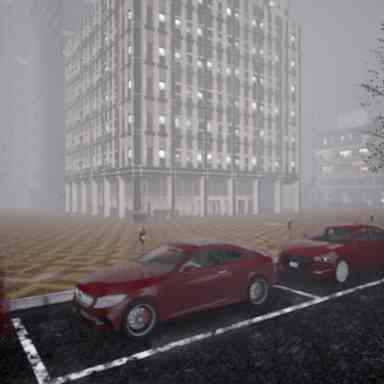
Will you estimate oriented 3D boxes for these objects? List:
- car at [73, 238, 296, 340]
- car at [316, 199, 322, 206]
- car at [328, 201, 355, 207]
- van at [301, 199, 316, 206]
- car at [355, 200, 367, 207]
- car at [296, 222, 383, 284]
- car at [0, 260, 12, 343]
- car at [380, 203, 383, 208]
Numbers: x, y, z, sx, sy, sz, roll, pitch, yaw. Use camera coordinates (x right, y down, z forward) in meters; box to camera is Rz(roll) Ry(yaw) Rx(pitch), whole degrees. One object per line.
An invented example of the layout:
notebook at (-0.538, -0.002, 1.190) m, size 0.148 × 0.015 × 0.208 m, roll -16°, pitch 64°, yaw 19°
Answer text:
car at (-0.099, 1.602, 6.495) m, size 4.206 × 1.307 × 1.802 m, roll 0°, pitch -1°, yaw -35°
car at (30.039, 2.557, 82.764) m, size 1.967 × 1.590 × 4.097 m, roll -1°, pitch 0°, yaw -36°
car at (30.127, 2.500, 68.201) m, size 1.887 × 1.381 × 4.507 m, roll -1°, pitch 0°, yaw -36°
van at (25.209, 2.419, 75.088) m, size 1.690 × 1.788 × 3.998 m, roll -1°, pitch 0°, yaw -36°
car at (36.633, 2.537, 73.785) m, size 1.802 × 1.307 × 4.206 m, roll -1°, pitch 0°, yaw -36°
car at (4.402, 1.596, 9.704) m, size 4.507 × 1.381 × 1.887 m, roll 0°, pitch -1°, yaw -35°
car at (-4.600, 1.304, 3.289) m, size 5.009 × 1.841 × 2.192 m, roll 0°, pitch -1°, yaw -35°
car at (36.205, 2.355, 59.726) m, size 2.008 × 1.369 × 4.403 m, roll -1°, pitch 0°, yaw -36°
